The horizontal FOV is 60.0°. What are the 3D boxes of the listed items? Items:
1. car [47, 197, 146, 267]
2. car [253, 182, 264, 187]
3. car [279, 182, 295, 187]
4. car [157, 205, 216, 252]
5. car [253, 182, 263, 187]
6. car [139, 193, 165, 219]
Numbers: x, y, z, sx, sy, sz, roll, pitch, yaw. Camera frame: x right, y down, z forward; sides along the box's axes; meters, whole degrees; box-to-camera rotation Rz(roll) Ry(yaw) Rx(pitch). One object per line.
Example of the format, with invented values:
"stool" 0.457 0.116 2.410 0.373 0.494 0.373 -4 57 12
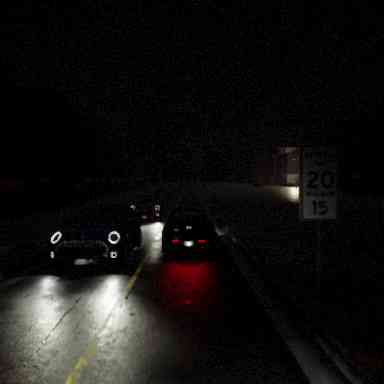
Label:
"car" -2.942 1.207 10.944 2.097 1.767 4.553 0 1 -1
"car" 17.970 -2.029 87.940 1.802 1.307 4.206 0 2 0
"car" 25.725 -1.992 89.741 4.206 1.307 1.802 -1 2 -1
"car" -0.121 1.367 12.985 1.837 1.490 4.892 0 0 0
"car" 17.954 -1.948 90.867 1.947 1.339 4.313 0 2 0
"car" -3.043 0.979 23.226 2.097 1.767 4.553 0 1 -1
